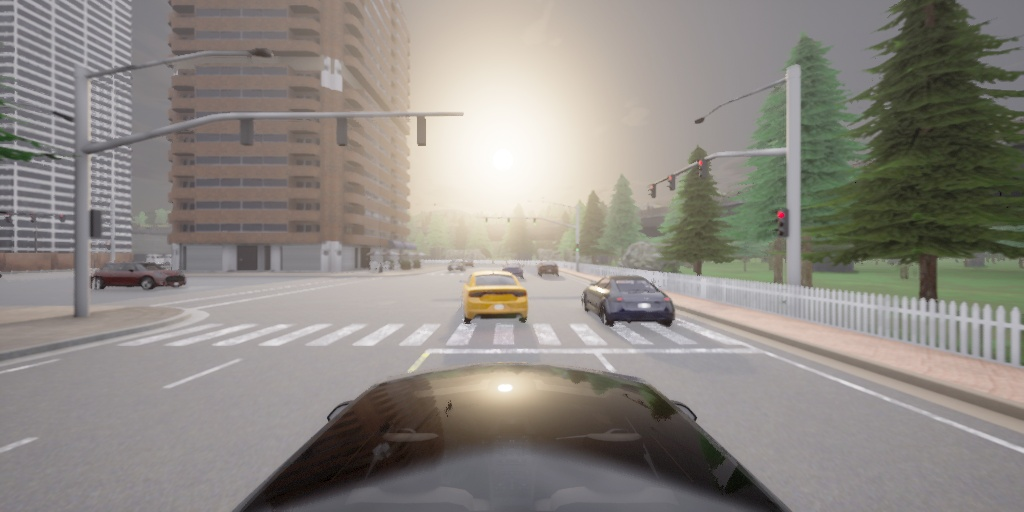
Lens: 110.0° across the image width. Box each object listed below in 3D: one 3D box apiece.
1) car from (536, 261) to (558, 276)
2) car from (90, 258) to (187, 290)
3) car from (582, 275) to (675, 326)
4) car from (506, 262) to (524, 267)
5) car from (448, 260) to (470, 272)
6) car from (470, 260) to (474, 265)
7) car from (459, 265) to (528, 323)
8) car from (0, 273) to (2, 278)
[{"bbox_3d":[3.598,1.240,36.874,1.882,1.535,5.008,0,0,0],"label":"car"},{"bbox_3d":[-23.180,1.164,22.402,4.553,1.767,2.097,0,0,0],"label":"car"},{"bbox_3d":[3.595,1.318,11.741,1.994,1.385,4.181,0,0,0],"label":"car"},{"bbox_3d":[0.094,1.292,32.948,1.812,1.442,4.674,0,0,0],"label":"car"},{"bbox_3d":[-7.110,1.255,46.262,2.128,1.511,4.902,0,0,-1],"label":"car"},{"bbox_3d":[-7.546,1.372,61.835,1.895,1.301,4.718,0,0,-7],"label":"car"},{"bbox_3d":[-0.738,1.236,12.246,1.882,1.535,5.008,0,0,-9],"label":"car"},{"bbox_3d":[-45.097,1.378,29.464,4.181,1.385,1.994,0,0,0],"label":"car"}]
